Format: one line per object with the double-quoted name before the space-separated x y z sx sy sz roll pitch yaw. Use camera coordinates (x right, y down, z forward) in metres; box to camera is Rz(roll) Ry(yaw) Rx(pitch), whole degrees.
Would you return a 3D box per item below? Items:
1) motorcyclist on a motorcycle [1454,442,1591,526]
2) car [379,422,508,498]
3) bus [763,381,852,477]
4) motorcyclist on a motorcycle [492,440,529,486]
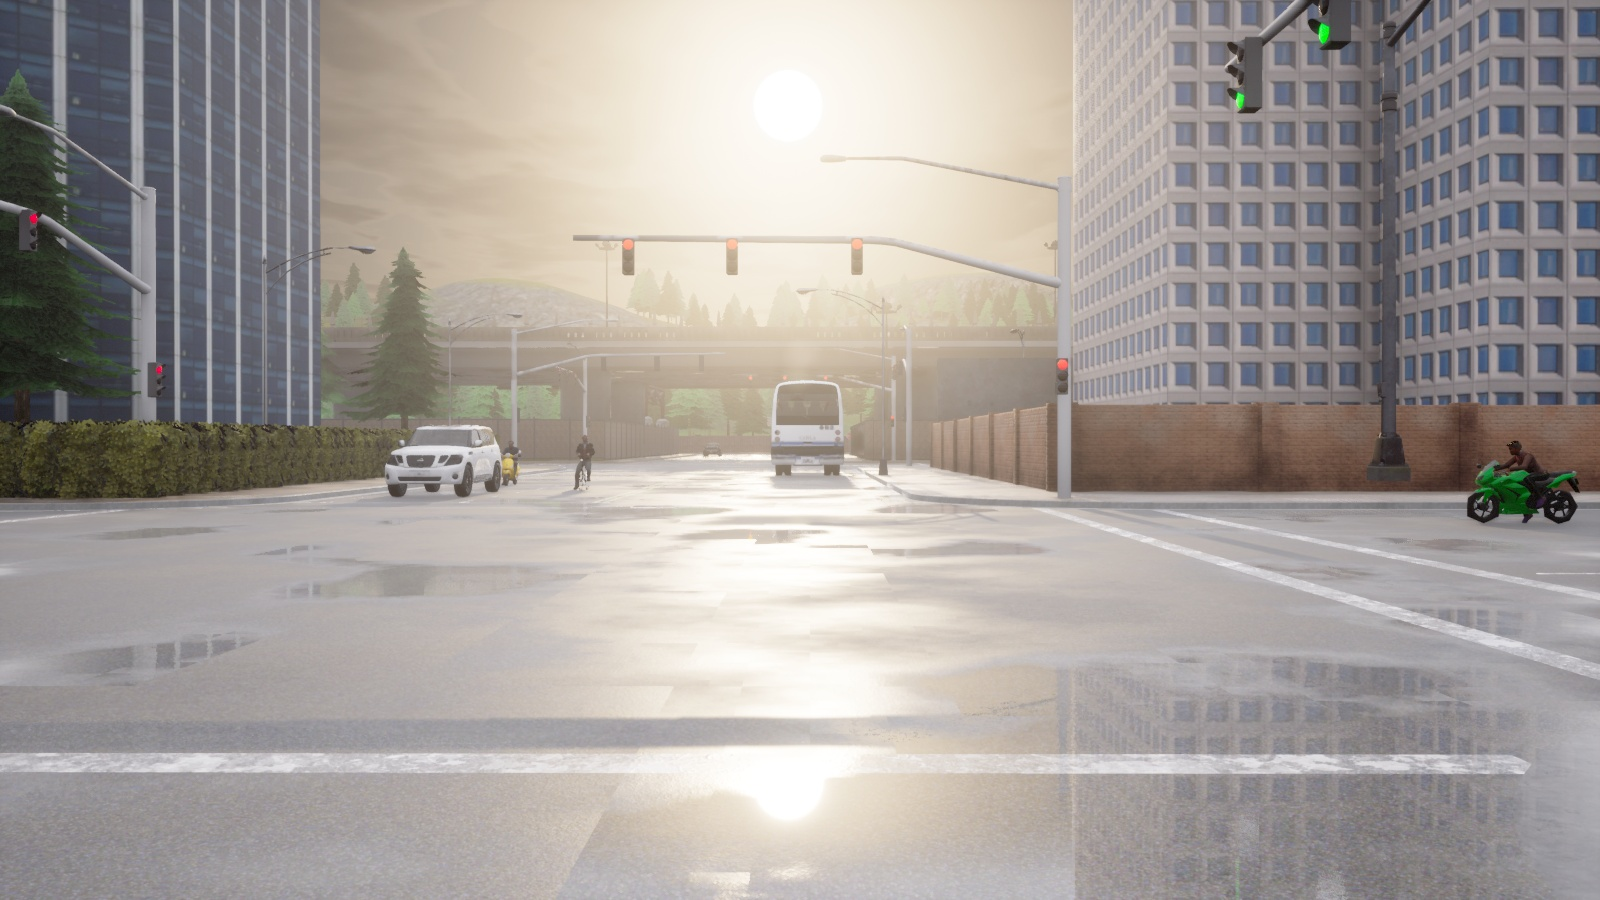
"motorcyclist on a motorcycle" 13.195 0.610 22.974 2.044 1.523 0.797 0 0 1
"car" -10.274 0.250 36.693 2.150 2.045 5.566 0 0 0
"bus" 0.368 -0.972 60.677 3.944 4.253 10.273 0 0 0
"motorcyclist on a motorcycle" -10.227 0.441 44.414 0.866 1.590 1.817 0 0 0
